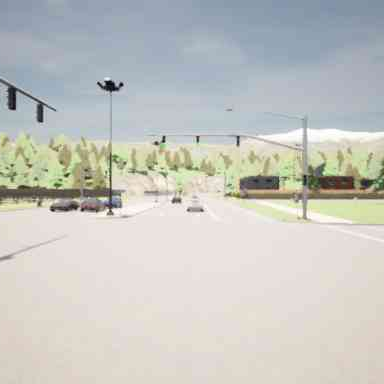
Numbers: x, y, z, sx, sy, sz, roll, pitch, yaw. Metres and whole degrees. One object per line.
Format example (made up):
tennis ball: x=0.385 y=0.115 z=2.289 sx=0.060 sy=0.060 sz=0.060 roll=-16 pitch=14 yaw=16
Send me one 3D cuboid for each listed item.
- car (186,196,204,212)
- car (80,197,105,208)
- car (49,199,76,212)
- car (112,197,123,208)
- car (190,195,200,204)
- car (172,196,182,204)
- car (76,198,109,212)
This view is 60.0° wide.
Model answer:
car: x=0.355 y=1.507 z=38.721 sx=1.812 sy=1.442 sz=4.674 roll=0 pitch=0 yaw=1
car: x=-14.547 y=1.517 z=48.924 sx=2.033 sy=1.411 sz=5.357 roll=0 pitch=0 yaw=1
car: x=-14.722 y=1.522 z=38.867 sx=2.033 sy=1.411 sz=5.357 roll=0 pitch=0 yaw=1
car: x=-11.088 y=1.450 z=46.977 sx=1.882 sy=1.535 sz=5.008 roll=0 pitch=0 yaw=1
car: x=0.601 y=1.448 z=64.150 sx=1.882 sy=1.535 sz=5.008 roll=0 pitch=0 yaw=1
car: x=-2.899 y=1.460 z=64.182 sx=2.128 sy=1.511 sz=4.902 roll=0 pitch=0 yaw=1
car: x=-11.234 y=1.541 z=38.013 sx=1.994 sy=1.385 sz=4.181 roll=0 pitch=0 yaw=0
